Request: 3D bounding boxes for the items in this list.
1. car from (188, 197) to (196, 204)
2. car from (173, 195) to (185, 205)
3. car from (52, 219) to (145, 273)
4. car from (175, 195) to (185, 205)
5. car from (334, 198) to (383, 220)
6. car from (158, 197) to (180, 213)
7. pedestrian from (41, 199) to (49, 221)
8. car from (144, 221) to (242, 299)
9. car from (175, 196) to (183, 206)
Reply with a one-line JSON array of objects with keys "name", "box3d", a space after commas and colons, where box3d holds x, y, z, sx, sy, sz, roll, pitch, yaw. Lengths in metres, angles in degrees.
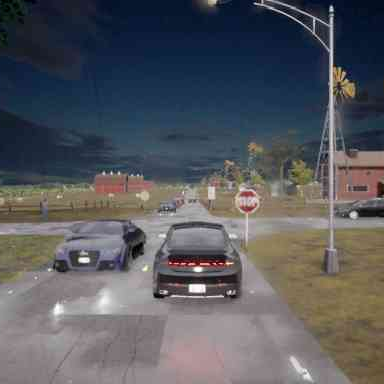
[{"name": "car", "box3d": [0.113, 1.999, 78.875, 1.812, 1.442, 4.674, 0, -1, 0]}, {"name": "car", "box3d": [-2.665, 1.553, 68.503, 2.150, 2.045, 5.566, 0, 0, 0]}, {"name": "car", "box3d": [-2.705, 1.567, 10.565, 1.994, 1.385, 4.181, 0, 0, 2]}, {"name": "car", "box3d": [-2.748, 1.710, 58.190, 2.128, 1.511, 4.902, 0, -1, 0]}, {"name": "car", "box3d": [12.912, 1.218, 24.331, 4.892, 1.490, 1.837, -2, 1, 2]}, {"name": "car", "box3d": [-2.795, 1.635, 38.100, 1.994, 1.385, 4.181, 0, 0, 0]}, {"name": "pedestrian", "box3d": [-12.116, 1.465, 27.484, 0.375, 1.860, 0.375, 0, 2, 0]}, {"name": "car", "box3d": [0.140, 1.506, 8.462, 1.837, 1.490, 4.892, 0, 0, 1]}, {"name": "car", "box3d": [-2.768, 1.695, 48.006, 1.994, 1.385, 4.181, 0, 0, 1]}]
